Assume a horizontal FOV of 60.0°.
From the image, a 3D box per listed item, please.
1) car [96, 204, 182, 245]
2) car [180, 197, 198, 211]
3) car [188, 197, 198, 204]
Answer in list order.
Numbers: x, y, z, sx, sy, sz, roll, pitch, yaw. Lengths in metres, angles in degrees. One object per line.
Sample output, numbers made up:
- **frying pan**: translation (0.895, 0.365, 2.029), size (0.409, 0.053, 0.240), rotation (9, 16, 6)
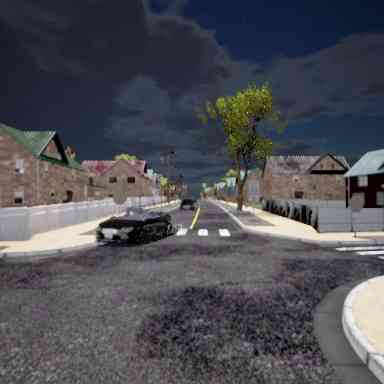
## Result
- **car**: translation (-2.518, 1.507, 15.693), size (2.128, 1.511, 4.902), rotation (1, 0, 20)
- **car**: translation (-0.533, 1.633, 42.284), size (1.812, 1.442, 4.674), rotation (0, 0, 2)
- **car**: translation (0.191, 1.789, 69.666), size (2.033, 1.411, 5.357), rotation (0, 0, 1)
